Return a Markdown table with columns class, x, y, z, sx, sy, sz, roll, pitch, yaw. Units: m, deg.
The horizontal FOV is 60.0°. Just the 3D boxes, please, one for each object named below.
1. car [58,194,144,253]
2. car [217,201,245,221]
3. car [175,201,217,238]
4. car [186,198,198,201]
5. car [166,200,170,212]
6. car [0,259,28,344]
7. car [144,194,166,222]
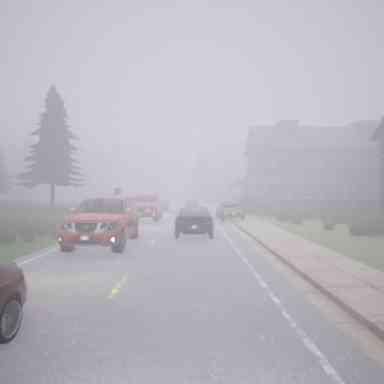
| class | x | y | z | sx | sy | sz | roll | pitch | yaw |
| --- | --- | --- | --- | --- | --- | --- | --- | --- | --- |
| car | -3.589 | 1.185 | 13.881 | 2.150 | 2.045 | 5.566 | 0 | 0 | 0 |
| car | 2.978 | 1.429 | 26.615 | 1.816 | 1.474 | 4.193 | -5 | 1 | -2 |
| car | 0.107 | 1.455 | 17.773 | 1.882 | 1.535 | 5.008 | 0 | 0 | 0 |
| car | 0.025 | 1.465 | 39.907 | 2.033 | 1.411 | 5.357 | 0 | 0 | 1 |
| car | -3.553 | 1.500 | 37.266 | 1.895 | 1.301 | 4.718 | 0 | 0 | 0 |
| car | -3.587 | 1.515 | 3.697 | 1.812 | 1.442 | 4.674 | 0 | 0 | 0 |
| car | -3.576 | 1.150 | 26.213 | 2.150 | 2.045 | 5.566 | 0 | 0 | 1 |
